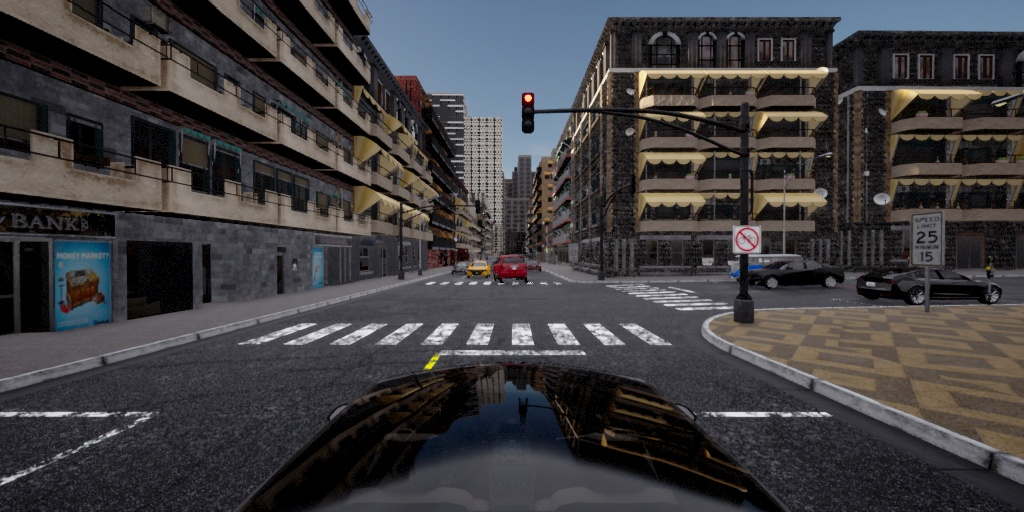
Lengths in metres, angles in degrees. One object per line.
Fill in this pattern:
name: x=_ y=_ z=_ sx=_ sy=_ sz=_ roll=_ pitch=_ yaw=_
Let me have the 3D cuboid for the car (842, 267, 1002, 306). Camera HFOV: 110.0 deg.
car: x=15.777 y=1.077 z=13.725 sx=4.313 sy=1.339 sz=1.948 roll=0 pitch=0 yaw=-1

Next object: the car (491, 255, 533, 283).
car: x=-0.134 y=0.971 z=27.930 sx=2.150 sy=2.045 sz=5.566 roll=-1 pitch=0 yaw=-7

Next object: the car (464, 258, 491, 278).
car: x=-3.088 y=1.230 z=34.057 sx=1.882 sy=1.535 sz=5.008 roll=0 pitch=0 yaw=0

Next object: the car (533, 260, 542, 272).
car: x=2.706 y=1.198 z=45.516 sx=1.967 sy=1.591 sz=4.097 roll=0 pitch=0 yaw=0

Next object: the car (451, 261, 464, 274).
car: x=-5.676 y=1.305 z=39.997 sx=2.007 sy=1.370 sz=4.403 roll=0 pitch=0 yaw=0

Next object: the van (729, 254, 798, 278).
van: x=15.662 y=0.782 z=22.104 sx=3.998 sy=1.789 sz=1.690 roll=0 pitch=0 yaw=-1

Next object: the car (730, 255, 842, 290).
car: x=15.065 y=0.951 z=19.501 sx=5.008 sy=1.535 sz=1.882 roll=-2 pitch=0 yaw=-1
